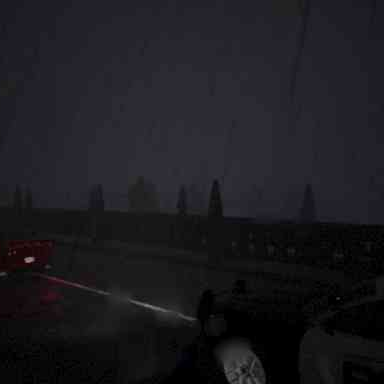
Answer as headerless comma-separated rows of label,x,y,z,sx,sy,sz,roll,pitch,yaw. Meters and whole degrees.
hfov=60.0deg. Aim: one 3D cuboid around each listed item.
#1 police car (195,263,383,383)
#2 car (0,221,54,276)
police car,2.313,1.544,3.431,5.238,1.638,1.930,0,-2,41
car,-6.264,1.615,10.113,5.008,1.535,1.882,0,-2,35
